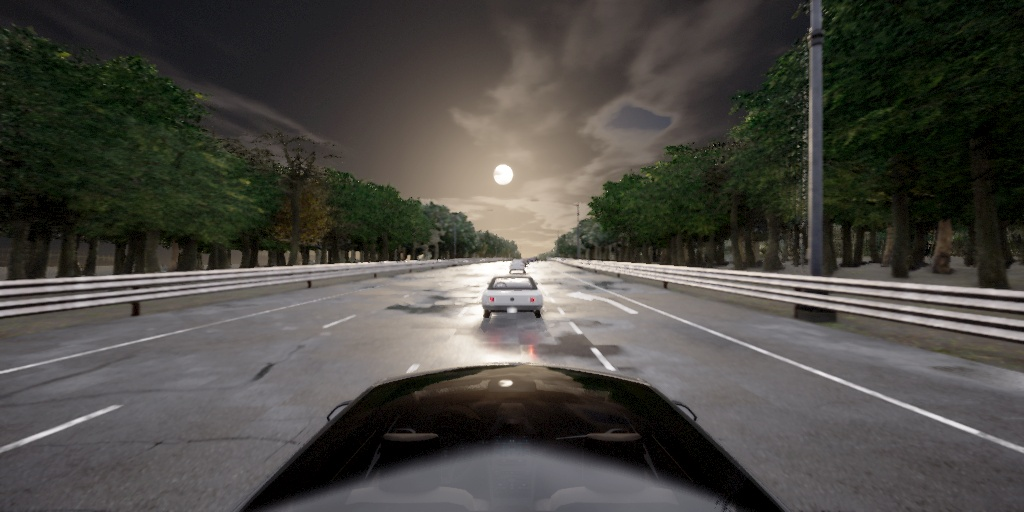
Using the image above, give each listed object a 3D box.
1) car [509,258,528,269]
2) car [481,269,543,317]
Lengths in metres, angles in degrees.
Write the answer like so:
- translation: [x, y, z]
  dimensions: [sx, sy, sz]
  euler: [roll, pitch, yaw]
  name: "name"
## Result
- translation: [0.634, 1.242, 42.431]
  dimensions: [1.812, 1.442, 4.674]
  euler: [0, 0, 2]
  name: "car"
- translation: [0.022, 1.336, 12.979]
  dimensions: [1.895, 1.301, 4.718]
  euler: [0, 0, 0]
  name: "car"
